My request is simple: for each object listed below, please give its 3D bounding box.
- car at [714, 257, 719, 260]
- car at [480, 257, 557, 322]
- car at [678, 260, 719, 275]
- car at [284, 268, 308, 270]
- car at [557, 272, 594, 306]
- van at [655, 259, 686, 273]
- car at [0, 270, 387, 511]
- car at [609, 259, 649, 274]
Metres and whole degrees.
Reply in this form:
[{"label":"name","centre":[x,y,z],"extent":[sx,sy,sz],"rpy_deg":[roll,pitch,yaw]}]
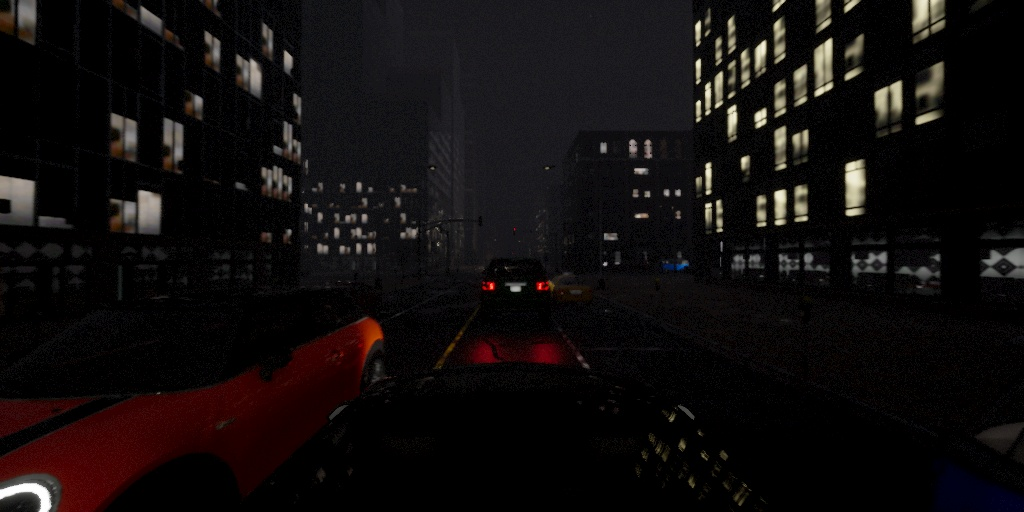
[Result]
[{"label":"car","centre":[26.424,1.086,44.578],"extent":[5.566,2.045,2.150],"rpy_deg":[-1,-1,-1]},{"label":"car","centre":[0.097,1.088,12.865],"extent":[2.150,2.045,5.566],"rpy_deg":[0,-1,0]},{"label":"car","centre":[21.087,1.428,39.097],"extent":[4.507,1.381,1.888],"rpy_deg":[0,0,-1]},{"label":"car","centre":[-28.402,2.137,46.356],"extent":[4.403,1.370,2.007],"rpy_deg":[0,0,-1]},{"label":"car","centre":[2.565,1.437,16.710],"extent":[1.751,1.417,4.829],"rpy_deg":[0,0,0]},{"label":"van","centre":[20.979,1.294,46.977],"extent":[3.998,1.789,1.690],"rpy_deg":[0,0,-1]},{"label":"car","centre":[-2.850,1.119,3.264],"extent":[2.097,1.767,4.553],"rpy_deg":[0,-1,0]},{"label":"car","centre":[15.323,1.338,46.916],"extent":[5.009,1.841,2.192],"rpy_deg":[0,0,-1]}]
